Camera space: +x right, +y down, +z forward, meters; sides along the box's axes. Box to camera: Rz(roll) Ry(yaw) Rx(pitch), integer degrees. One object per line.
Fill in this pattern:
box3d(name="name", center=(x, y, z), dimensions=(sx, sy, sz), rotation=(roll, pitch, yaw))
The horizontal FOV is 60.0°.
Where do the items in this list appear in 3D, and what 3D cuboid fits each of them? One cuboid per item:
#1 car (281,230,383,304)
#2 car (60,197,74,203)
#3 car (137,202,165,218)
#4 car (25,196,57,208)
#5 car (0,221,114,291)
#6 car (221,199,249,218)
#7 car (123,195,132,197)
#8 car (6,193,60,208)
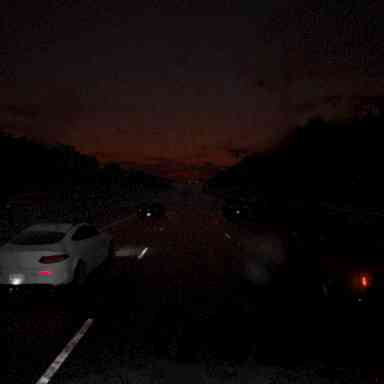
box3d(name="car", center=(3.600, 1.560, 7.998), dimensions=(1.895, 1.301, 4.718), rotation=(0, 0, 0))
box3d(name="car", center=(-17.574, 1.379, 45.295), dimensions=(1.994, 1.385, 4.181), rotation=(0, 0, 0))
box3d(name="car", center=(-3.397, 1.471, 28.354), dimensions=(1.895, 1.301, 4.718), rotation=(0, 0, 0))
box3d(name="car", center=(-21.070, 1.358, 46.636), dimensions=(2.033, 1.411, 5.357), rotation=(0, 0, 0))
box3d(name="car", center=(-3.400, 1.481, 8.782), dimensions=(1.812, 1.442, 4.674), rotation=(0, 0, 0))
box3d(name="car", center=(3.603, 1.362, 28.372), dimensions=(2.128, 1.511, 4.902), rotation=(0, 0, 0))
box3d(name="car", center=(-13.991, 1.264, 72.192), dimensions=(2.033, 1.411, 5.357), rotation=(0, 0, 0))
box3d(name="car", center=(-14.092, 1.089, 29.485), dimensions=(2.150, 2.045, 5.566), rotation=(0, 0, 0))
